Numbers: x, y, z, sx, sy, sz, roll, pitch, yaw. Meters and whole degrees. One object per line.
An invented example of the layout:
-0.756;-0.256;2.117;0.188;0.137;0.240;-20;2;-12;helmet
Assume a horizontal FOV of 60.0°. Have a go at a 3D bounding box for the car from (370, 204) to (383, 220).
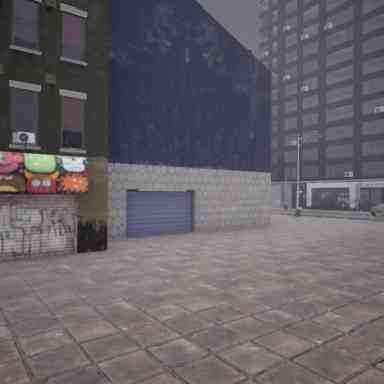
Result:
16.278;1.507;25.392;2.128;1.511;4.902;1;0;-36;car
